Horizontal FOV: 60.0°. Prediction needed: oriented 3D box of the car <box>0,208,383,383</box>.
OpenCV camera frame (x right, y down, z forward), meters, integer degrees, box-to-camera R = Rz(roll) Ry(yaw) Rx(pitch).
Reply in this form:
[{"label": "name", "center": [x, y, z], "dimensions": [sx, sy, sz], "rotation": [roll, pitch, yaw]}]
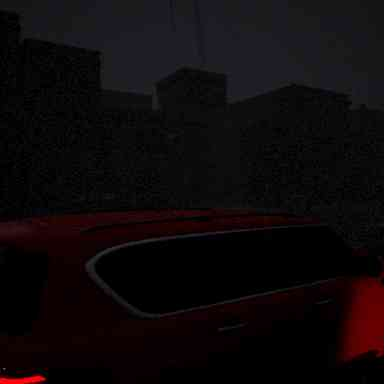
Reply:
[{"label": "car", "center": [0.532, 1.207, 3.819], "dimensions": [5.566, 2.045, 2.150], "rotation": [0, 0, -36]}]
